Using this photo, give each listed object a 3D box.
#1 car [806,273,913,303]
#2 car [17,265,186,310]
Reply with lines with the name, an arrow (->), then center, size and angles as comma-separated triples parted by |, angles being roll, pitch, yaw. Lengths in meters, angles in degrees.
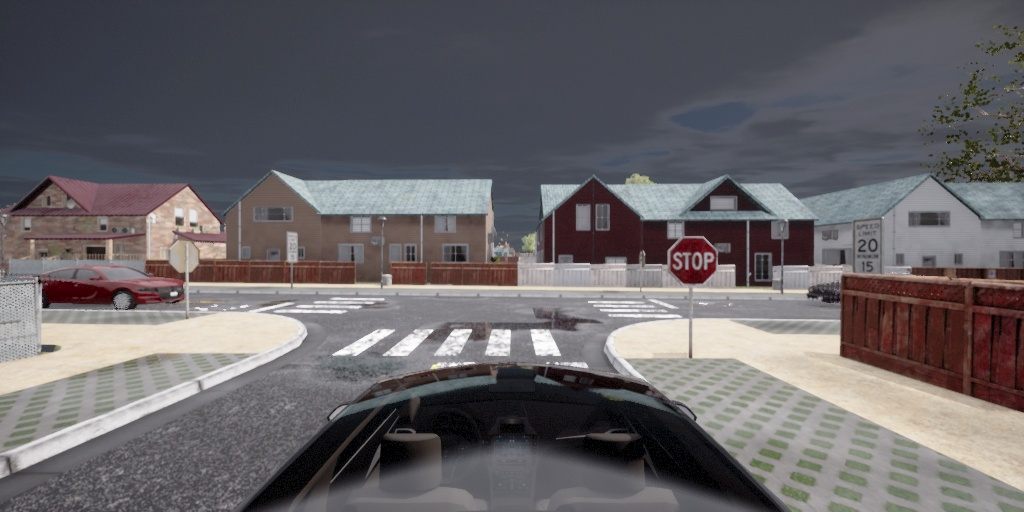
car -> 16.026, 1.460, 15.479 | 5.357, 1.411, 2.033 | 1, 0, 1
car -> -14.897, 1.089, 13.201 | 5.008, 1.535, 1.882 | 1, 0, 1
